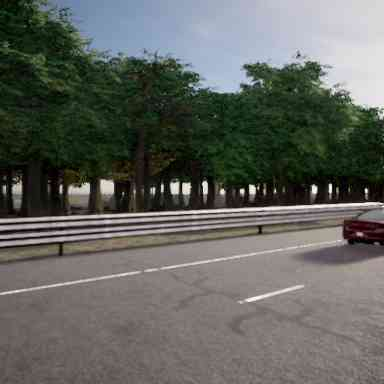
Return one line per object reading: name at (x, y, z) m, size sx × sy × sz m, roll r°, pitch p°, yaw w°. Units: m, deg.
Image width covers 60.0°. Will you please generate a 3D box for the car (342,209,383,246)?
car at (8.349, 1.441, 14.002) m, size 5.008 × 1.535 × 1.882 m, roll 0°, pitch 0°, yaw -35°
